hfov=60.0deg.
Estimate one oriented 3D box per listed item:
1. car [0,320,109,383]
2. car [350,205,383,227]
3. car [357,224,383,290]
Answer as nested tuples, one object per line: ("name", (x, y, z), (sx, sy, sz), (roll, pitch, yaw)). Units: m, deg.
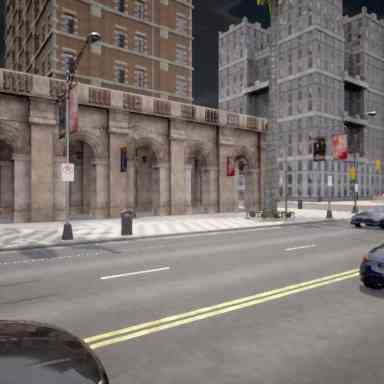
("car", (-2.863, 1.490, 1.705), (4.902, 1.511, 2.128), (0, 0, -35))
("car", (12.288, 1.545, 21.236), (5.357, 1.411, 2.033), (0, 0, -35))
("car", (5.843, 1.563, 7.911), (4.181, 1.385, 1.994), (0, 0, -36))
